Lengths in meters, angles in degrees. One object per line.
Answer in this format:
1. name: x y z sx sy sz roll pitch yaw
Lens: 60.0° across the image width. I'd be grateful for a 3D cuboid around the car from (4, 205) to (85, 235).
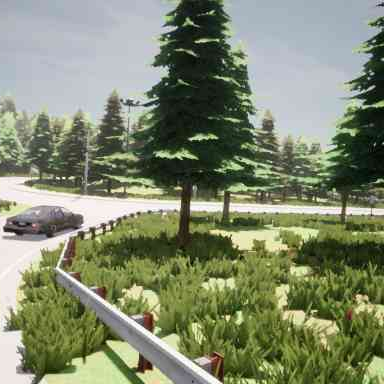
1. car: -7.400 1.412 17.297 2.033 1.411 5.357 4 1 3
